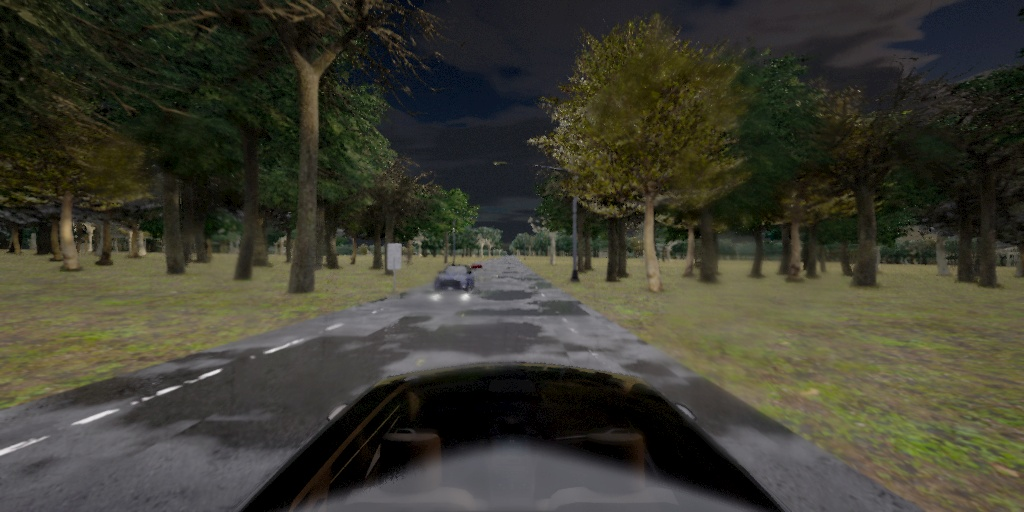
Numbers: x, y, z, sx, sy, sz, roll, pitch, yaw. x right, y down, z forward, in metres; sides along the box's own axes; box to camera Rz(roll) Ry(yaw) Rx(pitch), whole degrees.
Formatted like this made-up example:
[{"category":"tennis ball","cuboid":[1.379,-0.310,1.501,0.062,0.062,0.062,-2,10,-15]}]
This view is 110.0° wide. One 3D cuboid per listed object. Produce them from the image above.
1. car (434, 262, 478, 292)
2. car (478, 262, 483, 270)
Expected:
[{"category":"car","cuboid":[-3.607,1.340,23.186,2.097,1.767,4.553,0,0,0]},{"category":"car","cuboid":[-6.125,1.723,63.598,1.895,1.301,4.718,0,0,-6]}]
